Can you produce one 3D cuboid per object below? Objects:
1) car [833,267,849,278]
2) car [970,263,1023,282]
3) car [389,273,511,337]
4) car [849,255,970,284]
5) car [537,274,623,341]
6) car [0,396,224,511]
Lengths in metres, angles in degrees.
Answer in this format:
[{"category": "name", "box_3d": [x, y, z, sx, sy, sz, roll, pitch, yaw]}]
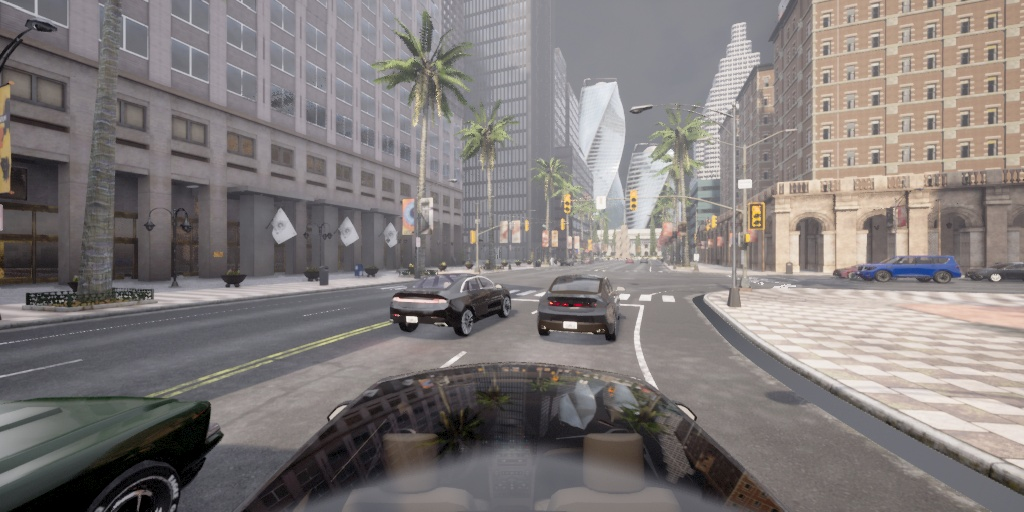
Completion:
[{"category": "car", "box_3d": [30.344, 1.313, 30.767, 4.181, 1.385, 1.994, 0, 0, 21]}, {"category": "car", "box_3d": [38.505, 1.254, 27.575, 4.892, 1.490, 1.837, 0, 0, 21]}, {"category": "car", "box_3d": [-1.499, 1.241, 10.497, 2.128, 1.511, 4.902, 0, 0, 19]}, {"category": "car", "box_3d": [29.834, 0.971, 27.208, 5.566, 2.045, 2.150, 0, 0, 21]}, {"category": "car", "box_3d": [2.025, 1.255, 10.085, 1.837, 1.490, 4.892, 0, 0, 18]}, {"category": "car", "box_3d": [-3.313, 1.351, 0.767, 1.895, 1.301, 4.718, 0, 0, 1]}]
